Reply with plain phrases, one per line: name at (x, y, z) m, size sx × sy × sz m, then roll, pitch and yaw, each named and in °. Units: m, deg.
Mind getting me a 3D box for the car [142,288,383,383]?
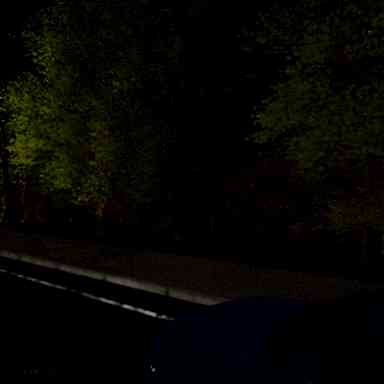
car at (1.826, 1.479, 2.384) m, size 5.008 × 1.535 × 1.882 m, roll 0°, pitch 0°, yaw 36°
